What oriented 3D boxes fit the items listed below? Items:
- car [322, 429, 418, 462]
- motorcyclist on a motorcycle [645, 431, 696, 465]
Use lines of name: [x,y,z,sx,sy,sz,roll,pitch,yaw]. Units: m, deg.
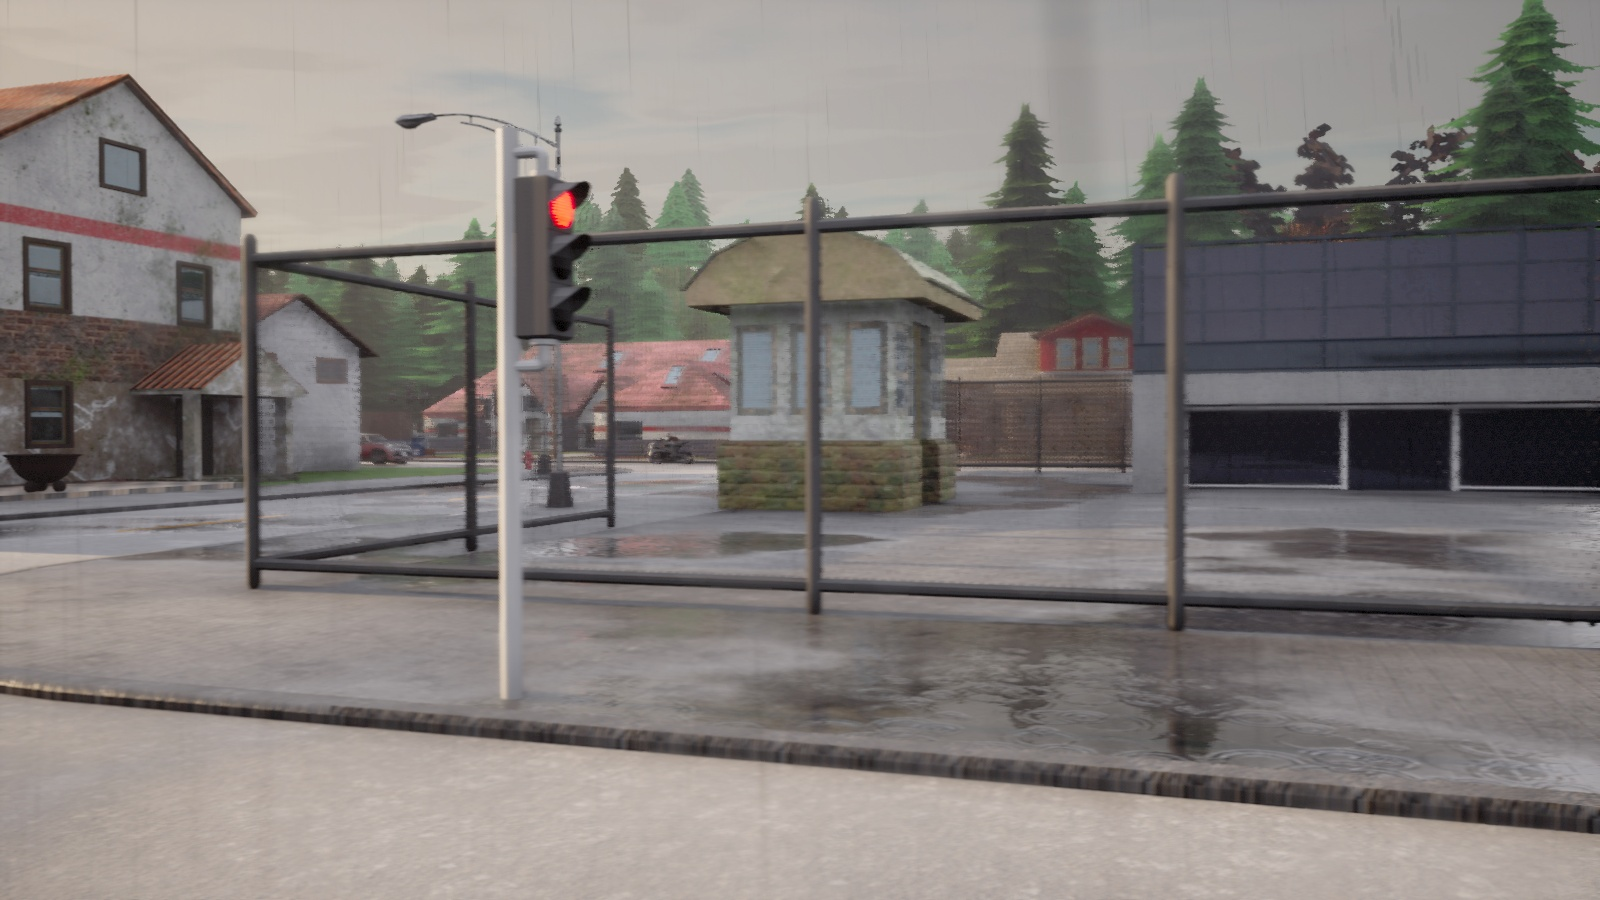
car: [-19.946,-0.216,58.244,3.806,1.475,1.970,1,1,18]
motorcyclist on a motorcycle: [-5.982,-0.087,57.800,2.191,1.530,0.866,1,2,24]
